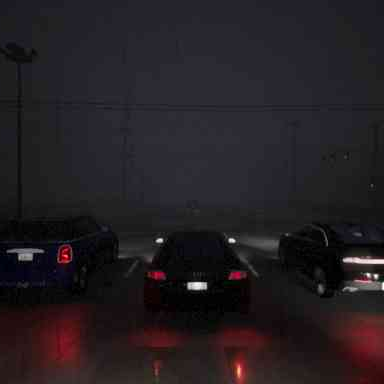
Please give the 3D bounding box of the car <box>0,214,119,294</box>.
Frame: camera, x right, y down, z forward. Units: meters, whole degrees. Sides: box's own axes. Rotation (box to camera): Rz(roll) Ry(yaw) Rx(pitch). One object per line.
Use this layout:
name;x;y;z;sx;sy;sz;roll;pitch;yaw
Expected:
car;-3.407;1.349;8.939;2.097;1.767;4.553;0;0;0

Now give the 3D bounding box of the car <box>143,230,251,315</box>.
car;0.091;1.561;7.646;1.994;1.385;4.181;0;0;0

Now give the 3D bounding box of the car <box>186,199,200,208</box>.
car;0.074;1.585;46.420;1.895;1.301;4.718;0;0;0

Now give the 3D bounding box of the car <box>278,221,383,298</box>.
car;3.594;1.489;8.458;2.128;1.511;4.902;0;0;0
